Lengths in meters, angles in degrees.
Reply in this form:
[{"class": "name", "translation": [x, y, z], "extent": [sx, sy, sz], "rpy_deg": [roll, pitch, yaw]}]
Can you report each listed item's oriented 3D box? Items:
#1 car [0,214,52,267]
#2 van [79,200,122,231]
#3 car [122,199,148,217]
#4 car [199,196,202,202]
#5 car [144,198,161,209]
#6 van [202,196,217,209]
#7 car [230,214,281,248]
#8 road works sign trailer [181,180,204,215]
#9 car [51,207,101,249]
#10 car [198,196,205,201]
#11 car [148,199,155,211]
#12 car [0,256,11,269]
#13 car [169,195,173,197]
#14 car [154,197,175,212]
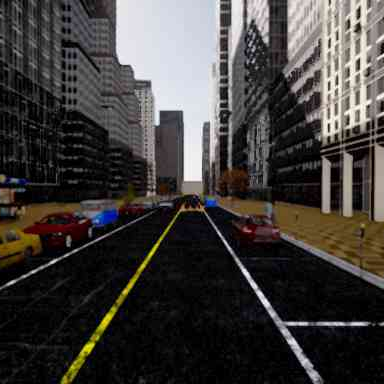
[{"class": "car", "translation": [-5.700, 1.542, 8.789], "extent": [1.752, 1.417, 4.829], "rpy_deg": [-1, 0, 0]}, {"class": "van", "translation": [-5.700, 1.382, 20.209], "extent": [1.690, 1.788, 3.998], "rpy_deg": [-1, 0, 0]}, {"class": "car", "translation": [-5.695, 1.611, 31.458], "extent": [1.887, 1.381, 4.507], "rpy_deg": [-1, 0, 0]}, {"class": "car", "translation": [2.689, 1.582, 59.583], "extent": [1.967, 1.590, 4.097], "rpy_deg": [-1, 0, 0]}, {"class": "car", "translation": [-5.691, 1.661, 48.334], "extent": [2.008, 1.369, 4.403], "rpy_deg": [-1, 0, 0]}, {"class": "van", "translation": [2.685, 1.450, 48.334], "extent": [1.690, 1.788, 3.998], "rpy_deg": [-1, 0, 0]}, {"class": "car", "translation": [2.683, 1.610, 14.583], "extent": [1.802, 1.307, 4.206], "rpy_deg": [-1, 0, 0]}, {"class": "road works sign trailer", "translation": [0.045, 0.540, 35.504], "extent": [2.380, 3.560, 2.880], "rpy_deg": [0, 0, 1]}, {"class": "car", "translation": [-5.698, 1.574, 14.584], "extent": [1.887, 1.381, 4.507], "rpy_deg": [-1, 0, 0]}, {"class": "car", "translation": [2.699, 1.816, 93.331], "extent": [1.947, 1.339, 4.313], "rpy_deg": [-1, 0, 0]}, {"class": "car", "translation": [-5.692, 1.646, 42.709], "extent": [2.008, 1.369, 4.403], "rpy_deg": [-1, 0, 0]}, {"class": "car", "translation": [-3.099, 1.492, 1.234], "extent": [2.128, 1.511, 4.902], "rpy_deg": [0, 0, 0]}, {"class": "car", "translation": [-5.686, 1.727, 70.834], "extent": [2.008, 1.369, 4.403], "rpy_deg": [-1, 0, 0]}, {"class": "car", "translation": [-3.081, 1.638, 41.276], "extent": [2.033, 1.411, 5.357], "rpy_deg": [0, 0, 0]}]
